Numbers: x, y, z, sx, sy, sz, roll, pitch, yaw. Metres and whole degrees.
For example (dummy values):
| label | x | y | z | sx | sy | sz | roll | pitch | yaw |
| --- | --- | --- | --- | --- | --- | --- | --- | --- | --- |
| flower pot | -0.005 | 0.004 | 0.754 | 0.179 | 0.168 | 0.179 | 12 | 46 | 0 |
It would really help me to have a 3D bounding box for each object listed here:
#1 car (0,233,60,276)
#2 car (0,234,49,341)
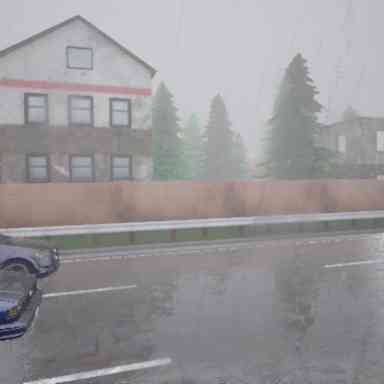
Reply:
| label | x | y | z | sx | sy | sz | roll | pitch | yaw |
| --- | --- | --- | --- | --- | --- | --- | --- | --- | --- |
| car | -5.487 | 1.565 | 8.123 | 4.181 | 1.385 | 1.994 | -1 | 1 | -17 |
| car | -5.055 | 1.584 | 4.592 | 5.357 | 1.411 | 2.033 | -1 | 1 | -17 |
